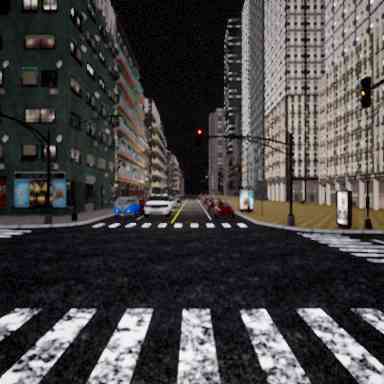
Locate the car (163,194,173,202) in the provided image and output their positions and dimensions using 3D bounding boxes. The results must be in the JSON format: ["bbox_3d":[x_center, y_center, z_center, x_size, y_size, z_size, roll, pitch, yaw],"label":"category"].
[{"bbox_3d":[-5.582,1.395,78.742,1.967,1.590,4.097,0,0,0],"label":"car"}]

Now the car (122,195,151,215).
[{"bbox_3d":[-5.638,1.285,34.521,2.192,1.841,5.009,0,0,0],"label":"car"}]

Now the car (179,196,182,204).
[{"bbox_3d":[-2.937,1.504,63.024,2.033,1.411,5.357,0,0,1],"label":"car"}]

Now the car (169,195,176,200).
[{"bbox_3d":[-5.562,1.523,95.325,1.947,1.339,4.313,0,0,0],"label":"car"}]

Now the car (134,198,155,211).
[{"bbox_3d":[-5.633,1.511,40.050,1.887,1.381,4.507,0,0,0],"label":"car"}]

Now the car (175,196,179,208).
[{"bbox_3d":[-3.029,1.490,44.229,1.812,1.442,4.674,0,0,0],"label":"car"}]

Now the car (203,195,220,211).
[{"bbox_3d":[2.749,1.407,40.038,1.967,1.590,4.097,0,0,0],"label":"car"}]

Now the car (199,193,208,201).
[{"bbox_3d":[2.806,1.270,84.258,2.192,1.841,5.009,0,0,0],"label":"car"}]

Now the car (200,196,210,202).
[{"bbox_3d":[2.790,1.500,73.203,1.887,1.381,4.507,0,0,0],"label":"car"}]

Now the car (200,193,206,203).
[{"bbox_3d":[2.770,1.398,56.620,1.967,1.590,4.097,0,0,0],"label":"car"}]

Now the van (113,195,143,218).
[{"bbox_3d":[-5.645,1.315,28.994,1.690,1.788,3.998,0,0,0],"label":"van"}]

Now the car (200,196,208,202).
[{"bbox_3d":[2.797,1.537,78.731,1.802,1.307,4.206,0,0,0],"label":"car"}]

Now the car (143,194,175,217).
[{"bbox_3d":[-3.065,1.194,30.832,2.150,2.045,5.566,0,0,-1],"label":"car"}]

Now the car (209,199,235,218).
[{"bbox_3d":[2.734,1.556,28.982,1.802,1.307,4.206,0,0,0],"label":"car"}]
